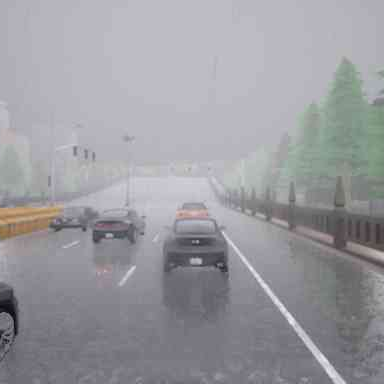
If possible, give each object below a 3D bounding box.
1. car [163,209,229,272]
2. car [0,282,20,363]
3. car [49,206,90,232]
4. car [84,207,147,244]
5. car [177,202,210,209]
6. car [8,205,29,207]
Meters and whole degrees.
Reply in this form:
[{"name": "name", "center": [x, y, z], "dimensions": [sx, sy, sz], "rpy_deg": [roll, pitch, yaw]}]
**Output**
[{"name": "car", "center": [0.104, 1.530, 10.924], "dimensions": [1.837, 1.490, 4.892], "rpy_deg": [0, 0, 0]}, {"name": "car", "center": [-3.402, 1.499, 2.875], "dimensions": [2.128, 1.511, 4.902], "rpy_deg": [0, 0, 0]}, {"name": "car", "center": [-6.894, 1.592, 20.497], "dimensions": [2.033, 1.411, 5.357], "rpy_deg": [0, 0, 0]}, {"name": "car", "center": [-3.394, 1.540, 16.078], "dimensions": [1.837, 1.490, 4.892], "rpy_deg": [0, 0, 0]}, {"name": "car", "center": [0.107, 1.400, 21.528], "dimensions": [2.097, 1.767, 4.553], "rpy_deg": [0, 0, 0]}, {"name": "car", "center": [-13.992, 1.261, 25.096], "dimensions": [1.994, 1.385, 4.181], "rpy_deg": [0, 0, 0]}]
